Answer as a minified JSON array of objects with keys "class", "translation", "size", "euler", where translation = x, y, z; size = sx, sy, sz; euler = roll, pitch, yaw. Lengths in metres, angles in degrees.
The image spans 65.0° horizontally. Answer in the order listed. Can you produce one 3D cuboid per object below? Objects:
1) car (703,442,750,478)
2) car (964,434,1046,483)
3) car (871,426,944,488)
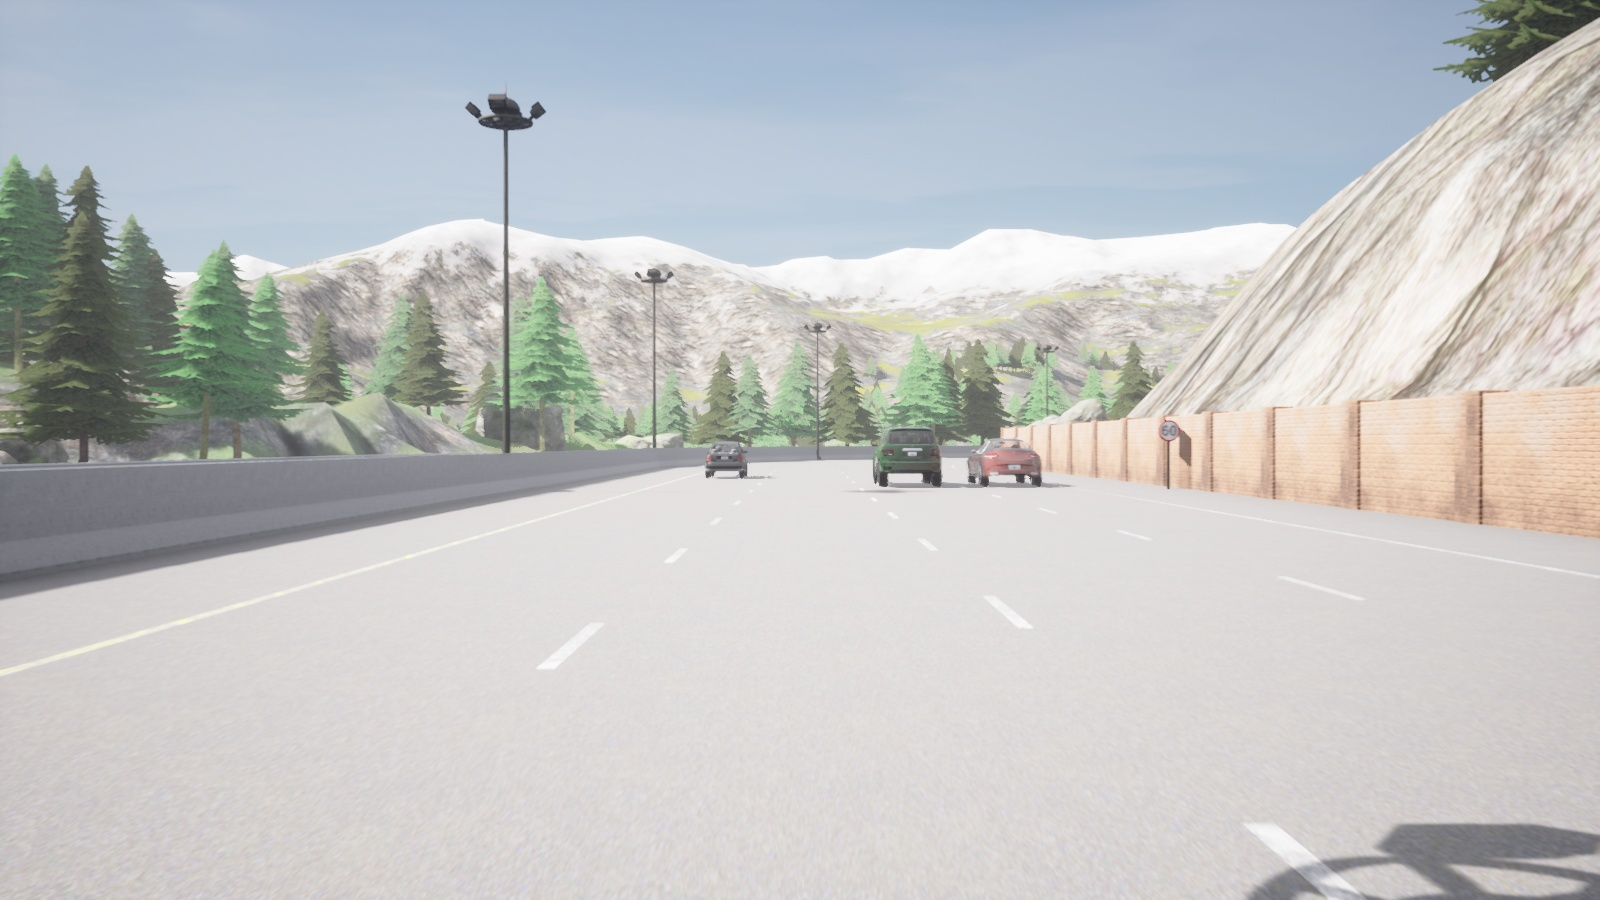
[{"class":"car","translation":[-3.182,0.413,54.861],"size":[1.789,1.549,3.705],"euler":[0,0,0]},{"class":"car","translation":[7.265,0.277,45.036],"size":[2.152,1.651,5.027],"euler":[0,0,0]},{"class":"car","translation":[3.763,0.216,44.725],"size":[2.150,2.045,5.566],"euler":[0,0,0]}]
